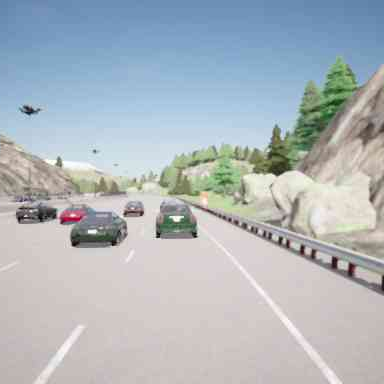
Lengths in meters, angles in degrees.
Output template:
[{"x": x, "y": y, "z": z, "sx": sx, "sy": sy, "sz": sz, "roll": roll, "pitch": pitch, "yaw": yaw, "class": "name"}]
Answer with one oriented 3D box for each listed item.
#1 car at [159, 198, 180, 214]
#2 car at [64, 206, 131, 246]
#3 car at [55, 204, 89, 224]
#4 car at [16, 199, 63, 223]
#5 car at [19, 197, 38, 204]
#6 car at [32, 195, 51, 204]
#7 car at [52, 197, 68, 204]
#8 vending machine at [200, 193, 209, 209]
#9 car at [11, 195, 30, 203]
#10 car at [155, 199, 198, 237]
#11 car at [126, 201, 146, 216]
[{"x": -2.540, "y": 1.524, "z": 37.037, "sx": 2.128, "sy": 1.511, "sz": 4.902, "roll": 0, "pitch": 0, "yaw": -5, "class": "car"}, {"x": -4.198, "y": 1.584, "z": 15.509, "sx": 1.994, "sy": 1.385, "sz": 4.181, "roll": 0, "pitch": 0, "yaw": -4, "class": "car"}, {"x": -8.522, "y": 1.600, "z": 25.291, "sx": 1.994, "sy": 1.385, "sz": 4.181, "roll": 0, "pitch": 0, "yaw": -5, "class": "car"}, {"x": -12.118, "y": 1.535, "z": 26.250, "sx": 2.128, "sy": 1.511, "sz": 4.902, "roll": 0, "pitch": 0, "yaw": -5, "class": "car"}, {"x": -33.561, "y": 1.711, "z": 68.227, "sx": 1.895, "sy": 1.301, "sz": 4.718, "roll": 0, "pitch": 0, "yaw": -5, "class": "car"}, {"x": -29.875, "y": 1.464, "z": 66.319, "sx": 2.097, "sy": 1.767, "sz": 4.553, "roll": 0, "pitch": 0, "yaw": -5, "class": "car"}, {"x": -26.386, "y": 1.654, "z": 66.602, "sx": 1.994, "sy": 1.385, "sz": 4.181, "roll": 0, "pitch": 0, "yaw": -5, "class": "car"}, {"x": 1.647, "y": 1.226, "z": 45.182, "sx": 1.100, "sy": 2.100, "sz": 0.880, "roll": 0, "pitch": 0, "yaw": -5, "class": "vending machine"}, {"x": -37.489, "y": 1.480, "z": 72.818, "sx": 2.097, "sy": 1.767, "sz": 4.553, "roll": 0, "pitch": 0, "yaw": -5, "class": "car"}, {"x": -0.908, "y": 1.367, "z": 18.297, "sx": 2.097, "sy": 1.767, "sz": 4.553, "roll": 0, "pitch": 0, "yaw": -4, "class": "car"}, {"x": -5.707, "y": 1.583, "z": 33.197, "sx": 2.033, "sy": 1.411, "sz": 5.357, "roll": 0, "pitch": 0, "yaw": -5, "class": "car"}]
